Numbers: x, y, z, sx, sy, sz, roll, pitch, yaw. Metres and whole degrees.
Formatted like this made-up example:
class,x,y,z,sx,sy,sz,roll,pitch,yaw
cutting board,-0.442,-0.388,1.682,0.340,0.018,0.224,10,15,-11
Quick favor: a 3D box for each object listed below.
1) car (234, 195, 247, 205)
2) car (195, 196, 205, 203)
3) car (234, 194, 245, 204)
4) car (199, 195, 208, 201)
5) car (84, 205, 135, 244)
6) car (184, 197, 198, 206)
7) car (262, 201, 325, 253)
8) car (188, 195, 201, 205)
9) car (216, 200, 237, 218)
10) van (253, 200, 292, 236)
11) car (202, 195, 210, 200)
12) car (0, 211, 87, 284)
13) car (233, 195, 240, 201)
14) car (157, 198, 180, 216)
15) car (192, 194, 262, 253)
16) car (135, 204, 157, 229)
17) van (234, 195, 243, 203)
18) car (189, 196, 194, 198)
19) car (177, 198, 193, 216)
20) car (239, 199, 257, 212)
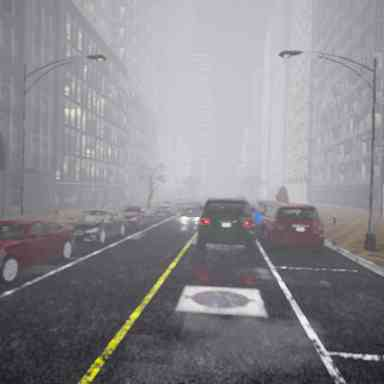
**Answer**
class,x,y,z,sx,sy,sz,roll,pitch,yaw
car,9.445,1.468,64.917,2.192,1.841,5.009,1,0,6
car,1.692,1.499,71.283,1.752,1.417,4.829,1,0,6
car,10.044,1.476,70.569,2.192,1.841,5.009,1,0,6
car,2.907,1.556,82.756,1.947,1.339,4.313,1,0,6
car,-4.283,1.442,14.932,2.008,1.369,4.403,1,0,6
car,-0.089,1.532,54.496,1.802,1.307,4.206,1,0,6
car,4.052,1.393,14.049,2.192,1.841,5.009,1,0,6
car,0.513,1.398,60.148,1.967,1.590,4.097,1,0,6
car,3.363,1.552,32.051,1.837,1.490,4.892,1,0,6
van,4.651,1.428,19.701,1.690,1.788,3.998,1,0,6
car,4.106,1.555,94.060,2.008,1.369,4.403,1,0,6
car,-4.881,1.428,9.280,1.887,1.381,4.507,1,0,6
car,12.439,1.631,93.177,1.967,1.590,4.097,1,0,6
car,-2.485,1.468,31.888,2.008,1.369,4.403,1,0,6
car,1.468,1.241,14.129,2.150,2.045,5.566,1,0,6
car,-3.684,1.482,20.584,1.802,1.307,4.206,1,0,6
van,10.643,1.510,76.221,1.690,1.788,3.998,1,0,6
car,-1.286,1.484,43.192,2.008,1.369,4.403,1,0,6
car,0.109,1.539,31.515,1.994,1.385,4.181,1,0,6
car,7.045,1.671,42.308,2.008,1.369,4.403,1,0,6
